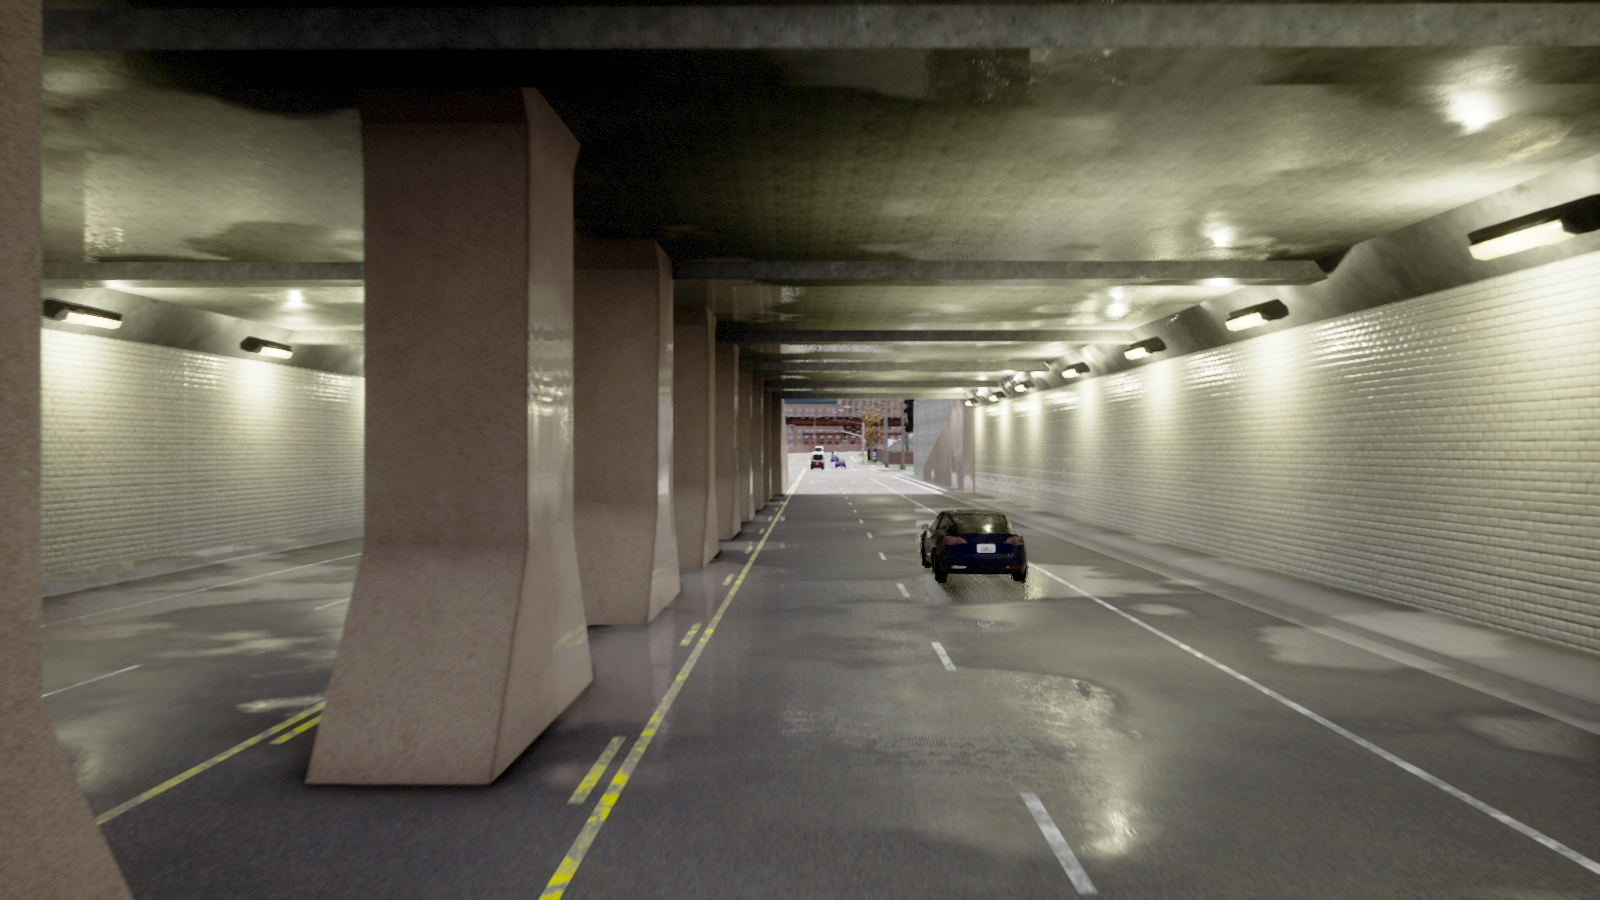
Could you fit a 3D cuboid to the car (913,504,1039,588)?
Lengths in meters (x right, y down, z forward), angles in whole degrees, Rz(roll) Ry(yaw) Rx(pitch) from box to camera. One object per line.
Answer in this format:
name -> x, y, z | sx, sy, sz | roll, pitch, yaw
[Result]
car -> 3.822, 2.063, 25.722 | 2.163, 1.488, 4.792 | 0, 0, 1
